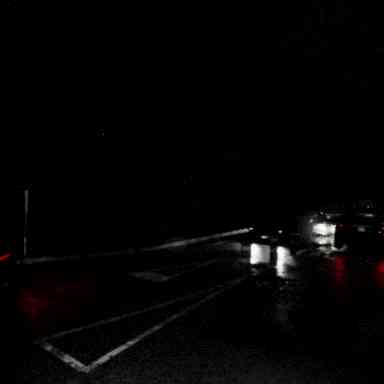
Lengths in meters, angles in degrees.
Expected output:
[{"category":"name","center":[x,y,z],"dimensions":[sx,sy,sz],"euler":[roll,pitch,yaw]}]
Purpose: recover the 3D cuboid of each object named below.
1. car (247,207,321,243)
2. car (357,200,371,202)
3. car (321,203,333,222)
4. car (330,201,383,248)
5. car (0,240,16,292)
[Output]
[{"category":"car","center":[4.685,1.627,16.887],"dimensions":[2.033,1.411,5.357],"euler":[1,0,34]},{"category":"car","center":[20.798,1.677,40.412],"dimensions":[1.882,1.535,5.008],"euler":[1,0,35]},{"category":"car","center":[11.705,1.630,27.164],"dimensions":[2.128,1.511,4.902],"euler":[1,1,34]},{"category":"car","center":[7.799,1.499,14.761],"dimensions":[2.097,1.767,4.553],"euler":[1,0,33]},{"category":"car","center":[-5.893,1.377,5.903],"dimensions":[4.892,1.490,1.837],"euler":[2,1,-28]}]
